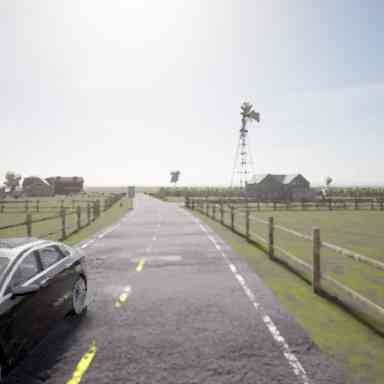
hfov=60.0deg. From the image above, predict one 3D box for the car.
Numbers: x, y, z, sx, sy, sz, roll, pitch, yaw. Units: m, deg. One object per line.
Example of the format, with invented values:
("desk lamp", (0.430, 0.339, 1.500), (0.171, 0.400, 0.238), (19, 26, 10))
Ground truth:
("car", (-2.921, 1.492, 4.649), (2.128, 1.511, 4.902), (0, 0, -1))
